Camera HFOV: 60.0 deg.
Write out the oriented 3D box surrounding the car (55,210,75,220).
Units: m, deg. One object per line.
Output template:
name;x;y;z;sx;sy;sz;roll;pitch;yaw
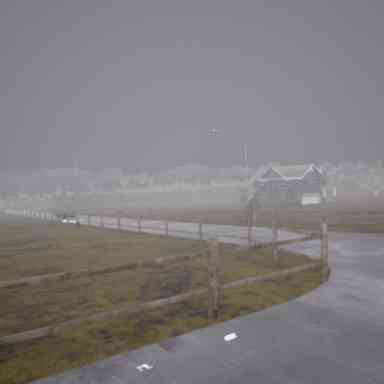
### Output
car;-19.041;3.401;49.869;1.895;1.301;4.718;-3;0;-36
